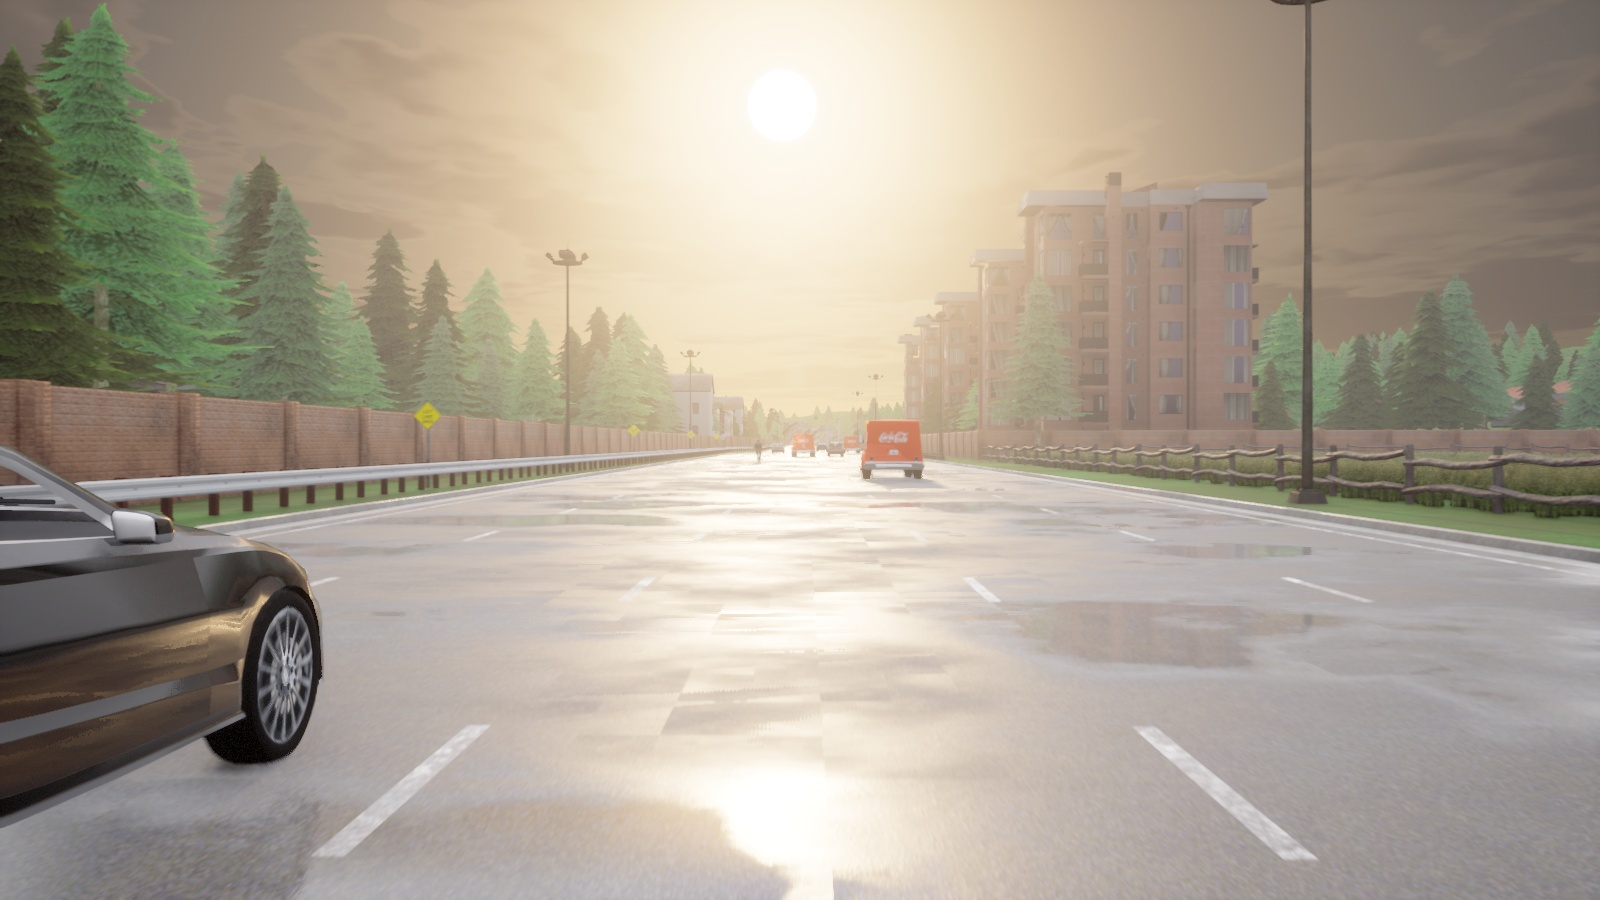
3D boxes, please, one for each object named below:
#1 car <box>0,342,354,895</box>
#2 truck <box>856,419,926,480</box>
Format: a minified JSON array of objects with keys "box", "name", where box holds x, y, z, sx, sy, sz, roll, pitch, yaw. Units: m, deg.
[{"box":[-3.461,0.499,4.169,2.152,1.651,5.027,0,0,0],"name":"car"},{"box":[3.821,-0.036,53.596,2.627,2.467,5.204,0,1,0],"name":"truck"}]
